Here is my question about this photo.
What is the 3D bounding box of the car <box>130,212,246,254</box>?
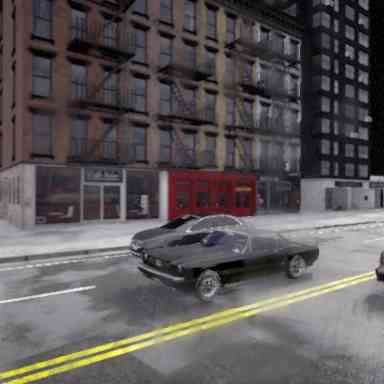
[{"bbox_3d":[0.207,1.512,11.814,4.892,1.490,1.837,0,0,-35],"label":"car"}]

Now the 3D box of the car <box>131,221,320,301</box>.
[{"bbox_3d":[1.081,1.607,8.447,4.718,1.301,1.895,0,0,-35],"label":"car"}]

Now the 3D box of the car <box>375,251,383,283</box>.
[{"bbox_3d":[6.559,1.558,8.112,5.357,1.411,2.033,0,0,-36],"label":"car"}]
